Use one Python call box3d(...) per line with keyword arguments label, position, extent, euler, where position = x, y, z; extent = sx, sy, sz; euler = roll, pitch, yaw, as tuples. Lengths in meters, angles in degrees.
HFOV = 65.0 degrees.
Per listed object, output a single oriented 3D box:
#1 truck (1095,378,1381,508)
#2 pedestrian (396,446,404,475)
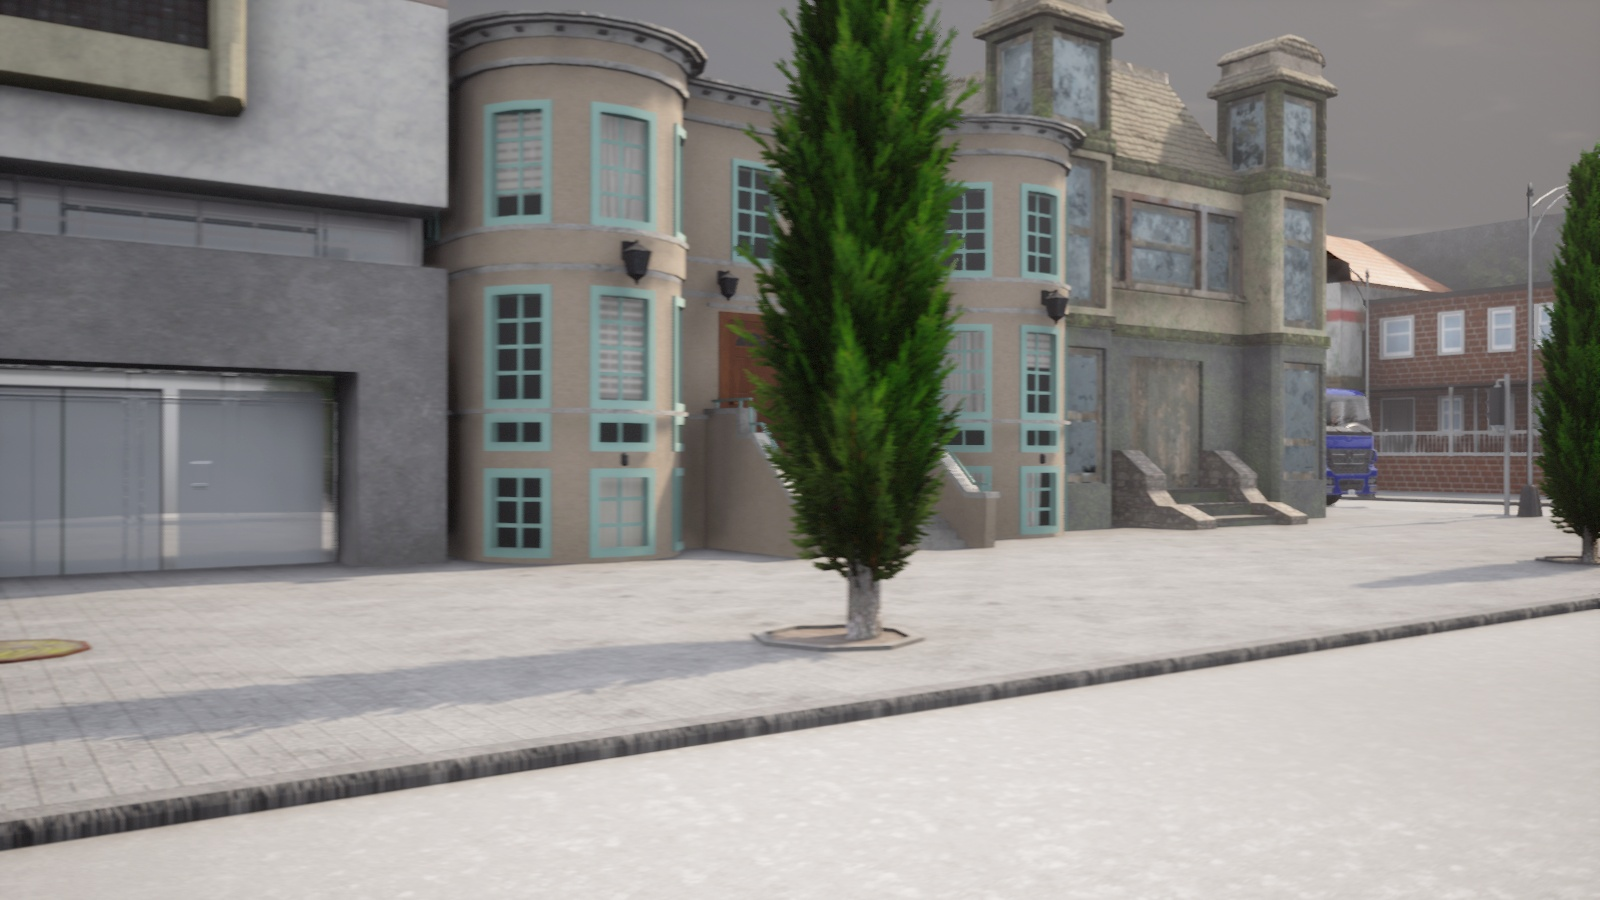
box3d(label="truck", position=(12.808, -0.172, 37.529), extent=(2.891, 3.462, 7.936), euler=(0, 0, -34))
box3d(label="pedestrian", position=(-26.794, 0.717, 84.056), extent=(0.396, 1.930, 0.692), euler=(0, 0, -27))
